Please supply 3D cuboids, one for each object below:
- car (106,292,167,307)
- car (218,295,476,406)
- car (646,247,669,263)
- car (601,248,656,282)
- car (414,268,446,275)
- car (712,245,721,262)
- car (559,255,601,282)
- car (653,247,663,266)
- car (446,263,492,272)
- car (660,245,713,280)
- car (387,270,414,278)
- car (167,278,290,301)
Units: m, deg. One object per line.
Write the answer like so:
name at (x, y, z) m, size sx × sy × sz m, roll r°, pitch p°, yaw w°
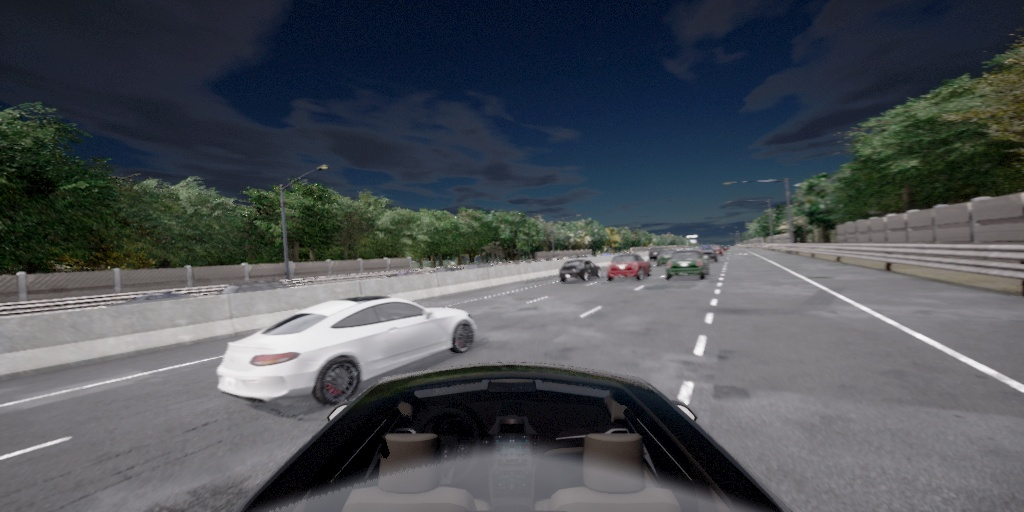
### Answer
car at (-22.067, 2.945, 22.093) m, size 1.994 × 1.385 × 4.181 m, roll -4°, pitch 0°, yaw 32°
car at (-2.636, 1.481, 6.839) m, size 1.812 × 1.442 × 4.674 m, roll -4°, pitch 0°, yaw 32°
car at (21.662, -0.224, 53.093) m, size 2.150 × 2.045 × 5.566 m, roll -4°, pitch -1°, yaw 32°
car at (7.915, 0.652, 24.035) m, size 2.097 × 1.767 × 4.553 m, roll -4°, pitch 0°, yaw 32°
car at (-6.500, 1.859, 34.068) m, size 1.837 × 1.490 × 4.892 m, roll -4°, pitch -1°, yaw 32°
car at (22.367, -0.083, 40.864) m, size 1.837 × 1.490 × 4.892 m, roll -4°, pitch -1°, yaw 32°
car at (4.979, 1.020, 25.910) m, size 1.837 × 1.490 × 4.892 m, roll -4°, pitch 0°, yaw 32°
car at (17.262, 0.099, 39.248) m, size 2.097 × 1.767 × 4.553 m, roll -4°, pitch 0°, yaw 32°
car at (-3.397, 1.480, 32.460) m, size 2.097 × 1.767 × 4.553 m, roll -4°, pitch 0°, yaw 32°
car at (10.888, 0.436, 22.201) m, size 2.097 × 1.767 × 4.553 m, roll -4°, pitch 0°, yaw 32°
car at (-11.629, 2.300, 39.026) m, size 1.994 × 1.385 × 4.181 m, roll -4°, pitch 0°, yaw 32°
car at (-12.865, 2.068, 17.080) m, size 2.097 × 1.767 × 4.553 m, roll -4°, pitch 0°, yaw 32°
